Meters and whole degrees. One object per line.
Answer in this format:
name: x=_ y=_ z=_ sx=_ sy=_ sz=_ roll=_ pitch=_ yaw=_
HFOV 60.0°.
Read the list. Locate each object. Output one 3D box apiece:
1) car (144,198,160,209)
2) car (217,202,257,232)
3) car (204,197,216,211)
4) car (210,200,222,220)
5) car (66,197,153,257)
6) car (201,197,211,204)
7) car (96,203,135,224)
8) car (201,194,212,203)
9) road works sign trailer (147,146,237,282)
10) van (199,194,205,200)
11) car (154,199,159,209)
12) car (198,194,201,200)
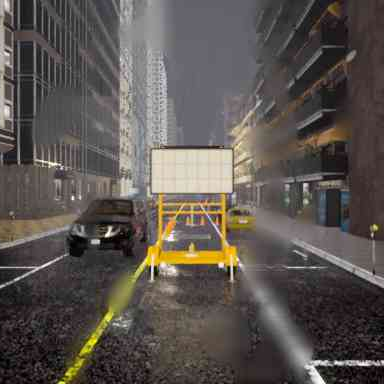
car: x=-5.679 y=1.542 z=47.720 sx=1.752 sy=1.417 sz=4.829 roll=0 pitch=0 yaw=0
car: x=2.696 y=1.527 z=19.815 sx=1.752 sy=1.417 sz=4.829 roll=0 pitch=0 yaw=0
car: x=2.699 y=1.560 z=36.592 sx=2.008 sy=1.369 sz=4.403 roll=0 pitch=0 yaw=0
car: x=2.697 y=1.570 z=25.294 sx=1.947 sy=1.339 sz=4.313 roll=0 pitch=0 yaw=0
car: x=-3.085 y=1.222 z=13.304 sx=2.150 sy=2.045 sz=5.566 roll=0 pitch=0 yaw=0
car: x=2.704 y=1.611 z=64.834 sx=1.802 sy=1.307 sz=4.206 roll=0 pitch=0 yaw=0
car: x=-5.684 y=1.570 z=25.296 sx=1.947 sy=1.339 sz=4.313 roll=0 pitch=0 yaw=0
car: x=2.701 y=1.457 z=47.888 sx=1.967 sy=1.590 sz=4.097 roll=0 pitch=0 yaw=0
road works sign trailer: x=0.002 y=0.465 z=9.708 sx=2.380 sy=3.560 sz=2.880 roll=0 pitch=0 yaw=0
van: x=2.710 y=1.402 z=93.077 sx=1.690 sy=1.788 sz=3.998 roll=0 pitch=0 yaw=0
car: x=-5.681 y=1.453 z=42.242 sx=1.967 sy=1.590 sz=4.097 roll=0 pitch=0 yaw=0
car: x=2.704 y=1.340 z=59.186 sx=2.192 sy=1.841 sz=5.009 roll=0 pitch=0 yaw=0
